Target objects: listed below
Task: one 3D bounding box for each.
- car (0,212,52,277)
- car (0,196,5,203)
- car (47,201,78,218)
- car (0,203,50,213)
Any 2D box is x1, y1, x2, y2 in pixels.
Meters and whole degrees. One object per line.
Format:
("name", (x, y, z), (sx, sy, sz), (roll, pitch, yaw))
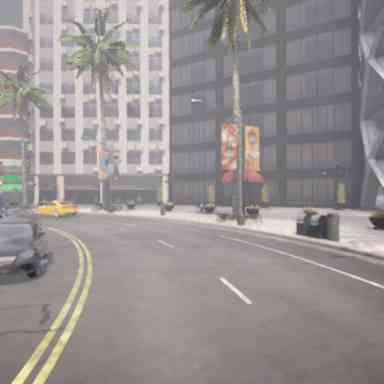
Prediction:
("car", (-5.509, 1.577, 10.158), (1.812, 1.442, 4.674), (0, 0, -19))
("car", (-24.423, 1.429, 38.823), (5.566, 2.045, 2.150), (0, 0, 23))
("car", (-13.155, 1.624, 32.343), (5.008, 1.535, 1.882), (-1, 0, 37))
("car", (-10.020, 1.586, 19.045), (2.128, 1.511, 4.902), (0, 0, -37))
